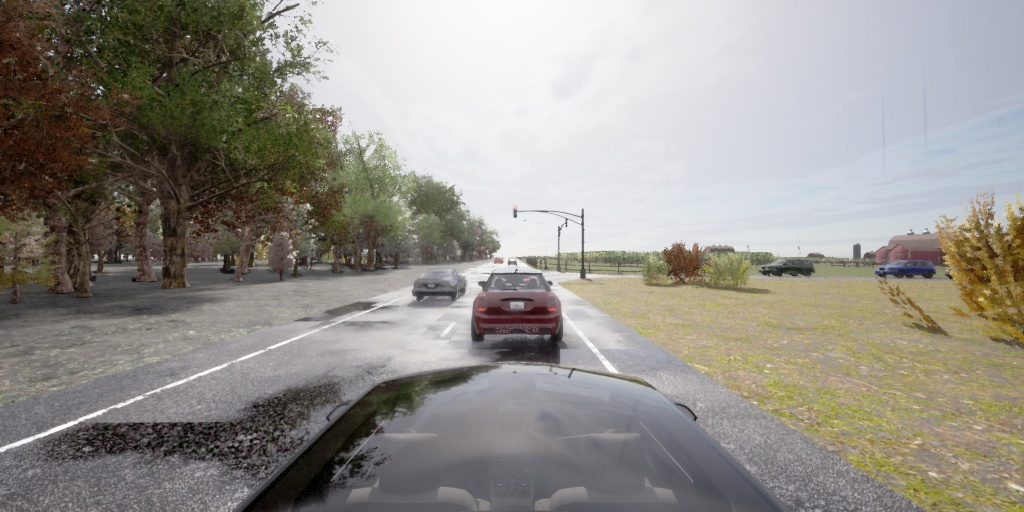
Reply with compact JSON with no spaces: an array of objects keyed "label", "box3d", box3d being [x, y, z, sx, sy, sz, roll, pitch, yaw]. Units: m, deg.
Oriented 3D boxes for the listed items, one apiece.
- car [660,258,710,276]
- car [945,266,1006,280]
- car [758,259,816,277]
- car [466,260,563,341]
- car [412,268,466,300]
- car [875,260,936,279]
[{"label":"car","box3d":[19.962,1.247,41.378,5.566,2.045,2.150,1,-1,0]},{"label":"car","box3d":[48.554,1.768,37.572,4.902,1.511,2.128,1,-1,1]},{"label":"car","box3d":[31.651,1.376,41.310,5.566,2.045,2.150,1,-1,0]},{"label":"car","box3d":[0.106,1.104,9.987,2.097,1.767,4.553,0,0,0]},{"label":"car","box3d":[-3.380,1.301,17.557,2.033,1.411,5.357,0,0,0]},{"label":"car","box3d":[45.182,1.523,41.217,5.566,2.045,2.150,1,-1,-1]}]
